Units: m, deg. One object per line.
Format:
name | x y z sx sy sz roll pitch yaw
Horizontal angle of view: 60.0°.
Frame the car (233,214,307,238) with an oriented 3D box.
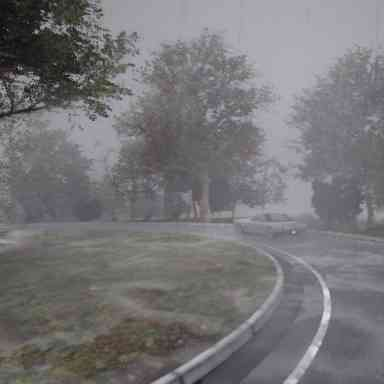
car | 4.458 1.942 19.904 1.895 1.301 4.718 0 -1 -28
